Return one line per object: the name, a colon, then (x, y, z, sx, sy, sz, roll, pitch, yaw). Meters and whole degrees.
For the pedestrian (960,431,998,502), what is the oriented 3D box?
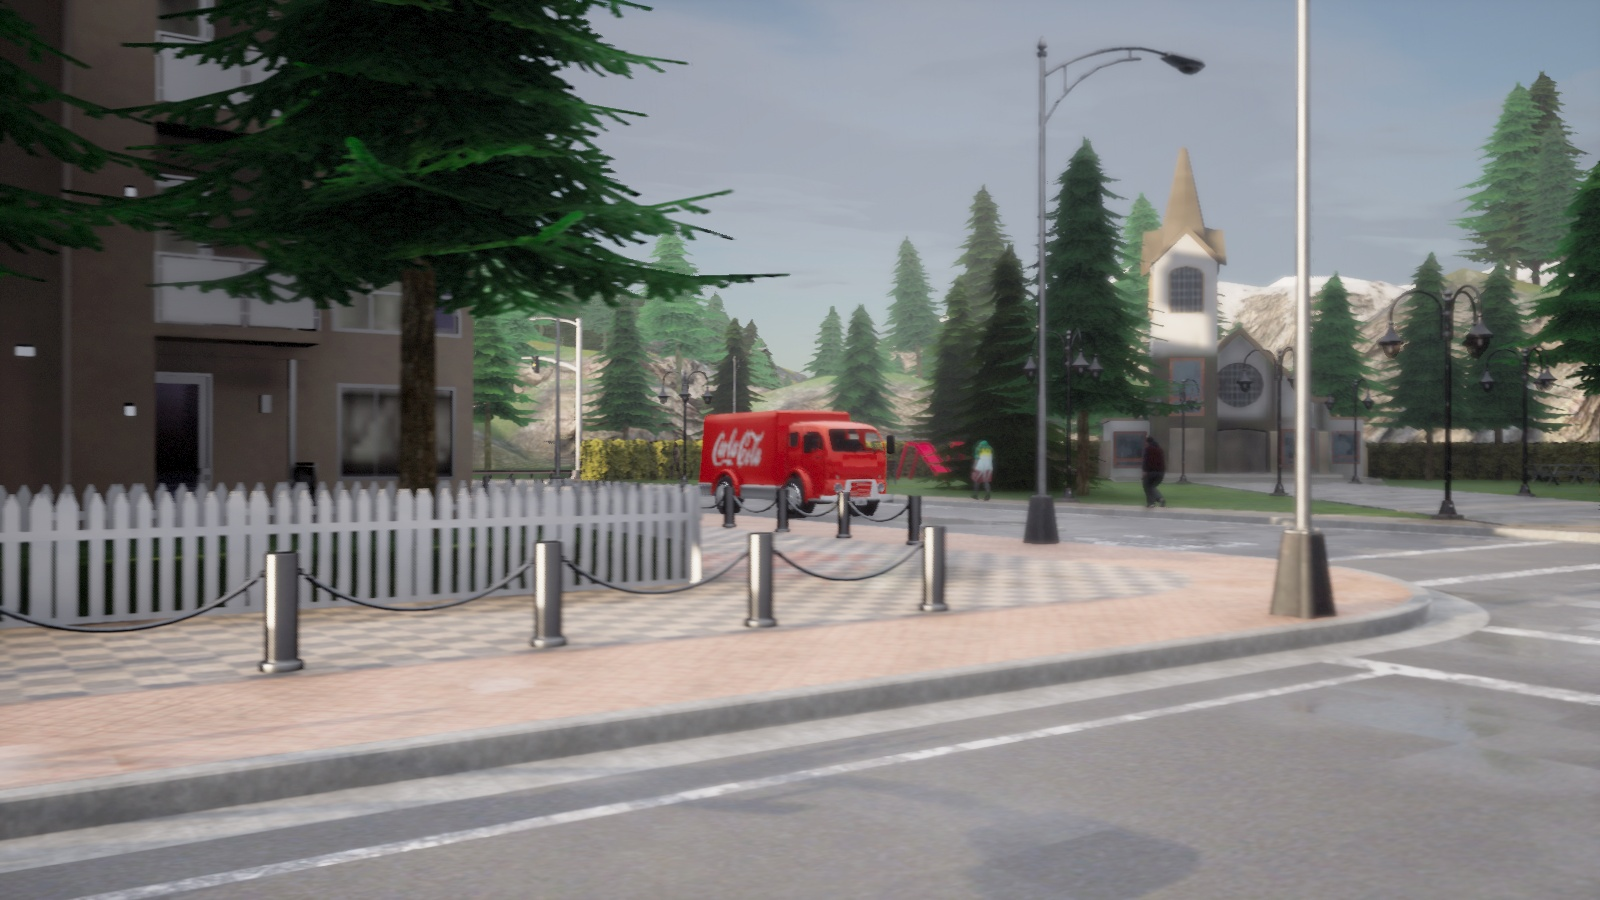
pedestrian: (5.052, 0.462, 35.438, 0.659, 1.952, 0.873, 0, 0, -27)

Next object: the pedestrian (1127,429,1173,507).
pedestrian: (8.436, 0.431, 30.289, 0.634, 1.844, 0.899, 0, 0, -27)

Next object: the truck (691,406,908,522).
truck: (-0.133, 0.314, 29.601, 2.627, 2.467, 5.204, 0, 0, -34)

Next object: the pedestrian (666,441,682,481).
pedestrian: (-6.211, 0.541, 61.864, 0.396, 1.930, 0.692, 0, 0, 44)
